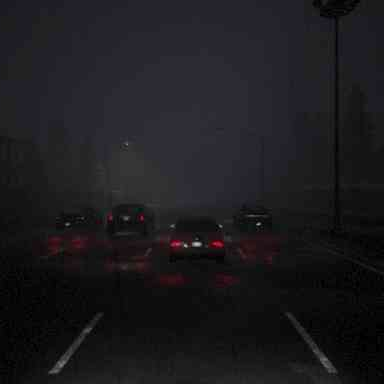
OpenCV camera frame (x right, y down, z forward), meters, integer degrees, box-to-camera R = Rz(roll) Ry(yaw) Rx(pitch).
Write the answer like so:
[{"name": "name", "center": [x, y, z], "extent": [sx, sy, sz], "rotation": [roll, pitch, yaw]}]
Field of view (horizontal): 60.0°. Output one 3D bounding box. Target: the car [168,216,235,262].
[{"name": "car", "center": [0.163, 1.581, 12.202], "extent": [2.033, 1.411, 5.357], "rotation": [0, 0, 0]}]

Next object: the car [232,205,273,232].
[{"name": "car", "center": [3.661, 1.549, 20.688], "extent": [2.128, 1.511, 4.902], "rotation": [0, 0, 0]}]

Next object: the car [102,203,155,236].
[{"name": "car", "center": [-3.338, 1.401, 19.000], "extent": [2.097, 1.767, 4.553], "rotation": [0, 0, 0]}]

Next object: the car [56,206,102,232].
[{"name": "car", "center": [-6.842, 1.578, 20.584], "extent": [1.812, 1.442, 4.674], "rotation": [0, 0, 0]}]
